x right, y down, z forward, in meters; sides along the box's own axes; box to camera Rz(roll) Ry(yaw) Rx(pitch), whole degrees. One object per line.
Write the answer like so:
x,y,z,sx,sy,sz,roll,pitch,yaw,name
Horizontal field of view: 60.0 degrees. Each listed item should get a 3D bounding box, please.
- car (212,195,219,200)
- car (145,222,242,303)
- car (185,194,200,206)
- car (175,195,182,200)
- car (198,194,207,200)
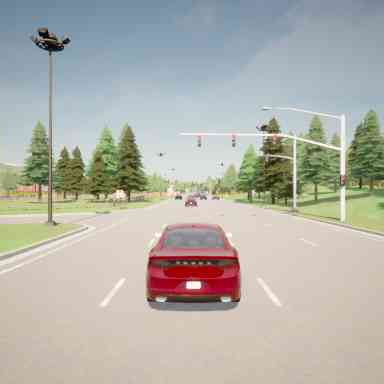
6.731,1.525,94.363,2.128,1.511,4.902,0,0,0,car
0.040,1.478,8.294,1.882,1.535,5.008,0,0,0,car
-0.150,1.525,52.897,1.812,1.442,4.674,0,0,0,car
-3.769,1.478,94.333,1.882,1.535,5.008,0,0,0,car
3.231,1.524,94.353,1.812,1.442,4.674,0,0,0,car
